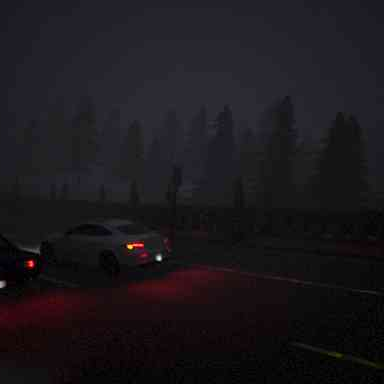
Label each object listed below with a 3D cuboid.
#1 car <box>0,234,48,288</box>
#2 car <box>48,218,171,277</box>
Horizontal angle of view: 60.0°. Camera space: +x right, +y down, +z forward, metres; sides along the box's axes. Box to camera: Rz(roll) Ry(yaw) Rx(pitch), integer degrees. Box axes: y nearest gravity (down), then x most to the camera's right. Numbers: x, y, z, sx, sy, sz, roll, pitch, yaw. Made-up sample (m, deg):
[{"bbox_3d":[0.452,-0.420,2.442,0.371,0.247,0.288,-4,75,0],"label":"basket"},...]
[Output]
[{"bbox_3d":[-5.773,1.626,8.123,4.718,1.301,1.895,0,0,36],"label":"car"},{"bbox_3d":[-2.761,1.548,10.271,4.674,1.442,1.812,0,0,36],"label":"car"}]
